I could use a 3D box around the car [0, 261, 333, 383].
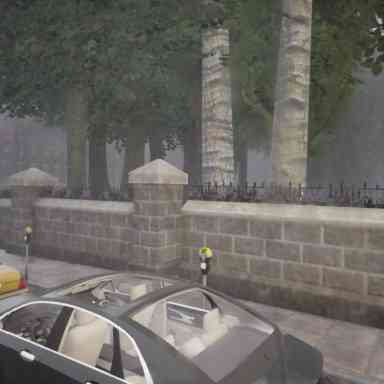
[{"bbox_3d":[-0.906,1.550,3.442,4.403,1.369,2.008,0,1,36],"label":"car"}]
